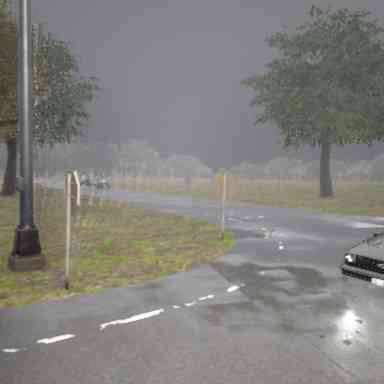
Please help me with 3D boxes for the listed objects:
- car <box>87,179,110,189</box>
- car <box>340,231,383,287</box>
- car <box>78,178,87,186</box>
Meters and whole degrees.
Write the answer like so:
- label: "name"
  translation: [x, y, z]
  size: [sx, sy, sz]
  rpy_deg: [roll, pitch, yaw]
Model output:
- label: "car"
  translation: [-13.945, -1.258, 50.639]
  size: [1.812, 1.442, 4.674]
  rpy_deg: [0, 3, -33]
- label: "car"
  translation: [5.790, 1.264, 7.794]
  size: [5.357, 1.411, 2.033]
  rpy_deg: [-2, 4, -34]
- label: "car"
  translation: [-19.451, -1.750, 59.010]
  size: [1.895, 1.301, 4.718]
  rpy_deg: [0, 3, -33]
